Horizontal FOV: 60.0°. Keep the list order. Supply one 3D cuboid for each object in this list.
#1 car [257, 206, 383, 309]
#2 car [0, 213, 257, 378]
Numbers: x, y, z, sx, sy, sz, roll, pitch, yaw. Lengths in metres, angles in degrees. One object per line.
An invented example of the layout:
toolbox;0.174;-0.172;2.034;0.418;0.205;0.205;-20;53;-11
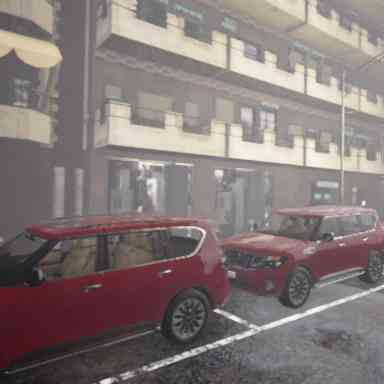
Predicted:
car;2.829;1.307;8.083;5.009;1.841;2.192;0;1;-35
car;-1.674;1.314;4.874;5.009;1.841;2.192;0;1;-35
